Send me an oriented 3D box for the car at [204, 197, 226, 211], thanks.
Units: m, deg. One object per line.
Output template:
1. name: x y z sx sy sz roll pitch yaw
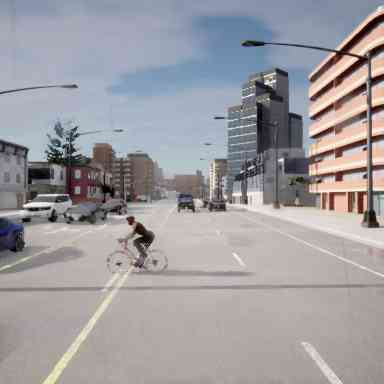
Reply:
1. car: 2.867 1.390 38.777 2.128 1.511 4.902 0 0 -1

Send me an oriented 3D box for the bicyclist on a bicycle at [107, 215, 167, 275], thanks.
1. bicyclist on a bicycle: -1.496 1.461 9.038 1.656 1.620 0.582 -1 0 -1

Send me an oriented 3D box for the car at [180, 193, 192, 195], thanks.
1. car: -0.870 1.139 47.536 2.150 2.045 5.566 0 -1 -1

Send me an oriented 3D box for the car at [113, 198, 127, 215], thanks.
1. car: -7.672 1.425 33.122 1.837 1.490 4.892 0 0 -1

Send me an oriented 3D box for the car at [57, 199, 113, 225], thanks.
1. car: -7.477 1.450 23.863 2.128 1.511 4.902 0 0 -1

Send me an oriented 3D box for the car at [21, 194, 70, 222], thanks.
1. car: -11.077 1.173 25.820 2.150 2.045 5.566 0 0 -1

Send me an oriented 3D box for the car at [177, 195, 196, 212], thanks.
1. car: -0.633 1.407 37.475 1.837 1.490 4.892 0 0 -1

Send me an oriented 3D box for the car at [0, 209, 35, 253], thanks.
1. car: -7.294 1.532 11.083 1.812 1.442 4.674 0 0 -1

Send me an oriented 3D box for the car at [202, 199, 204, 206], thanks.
1. car: 2.623 1.419 48.770 2.128 1.511 4.902 0 -1 -1
